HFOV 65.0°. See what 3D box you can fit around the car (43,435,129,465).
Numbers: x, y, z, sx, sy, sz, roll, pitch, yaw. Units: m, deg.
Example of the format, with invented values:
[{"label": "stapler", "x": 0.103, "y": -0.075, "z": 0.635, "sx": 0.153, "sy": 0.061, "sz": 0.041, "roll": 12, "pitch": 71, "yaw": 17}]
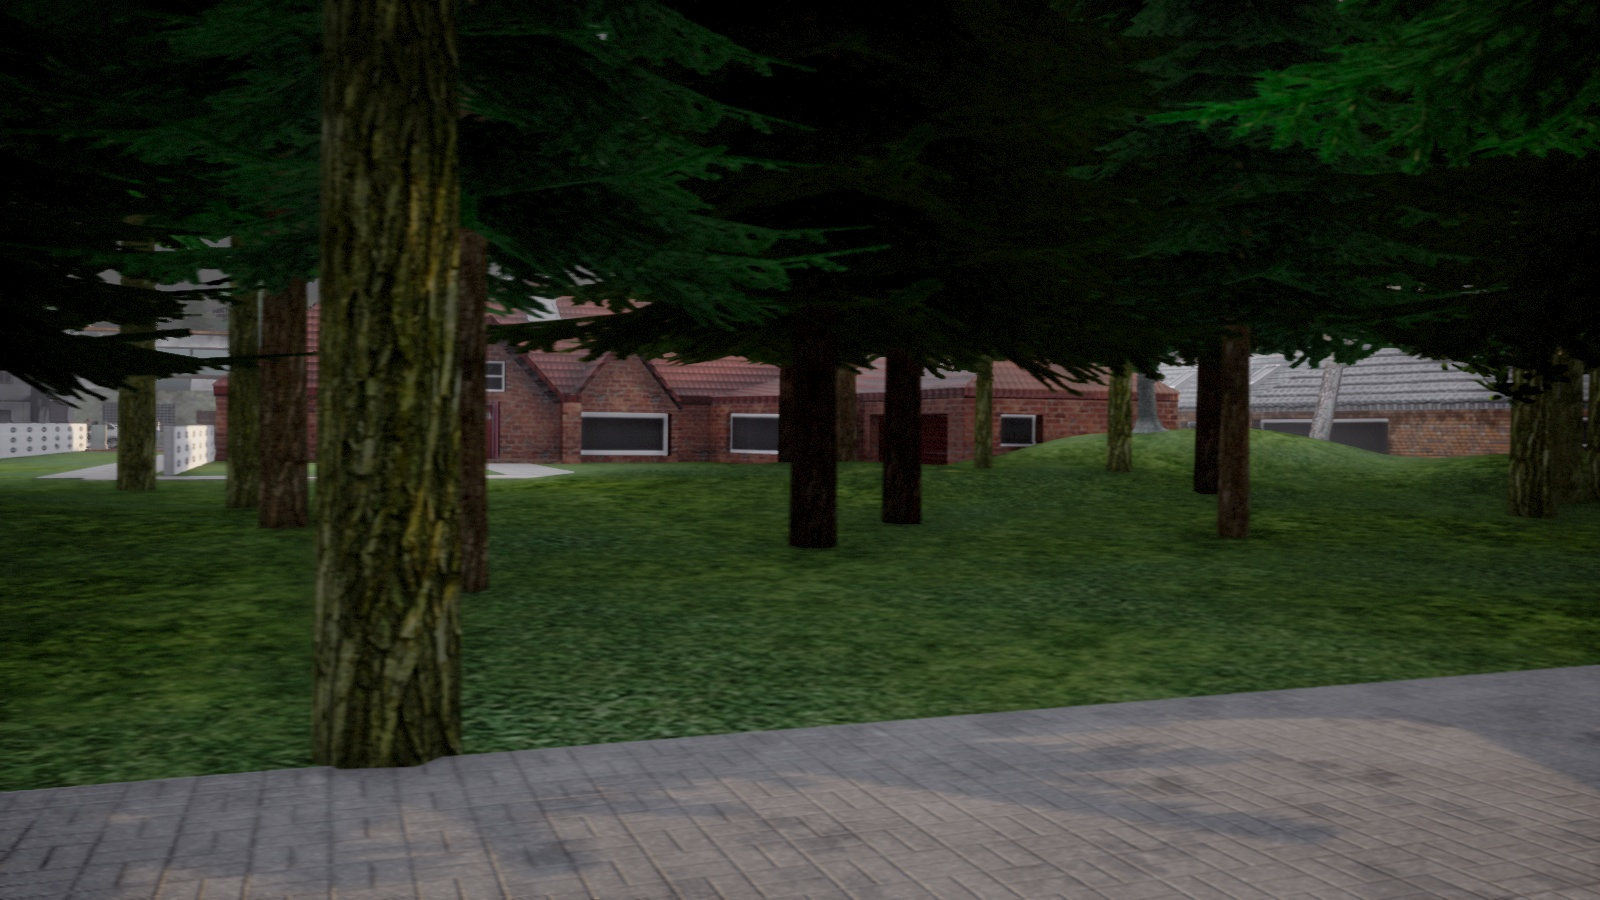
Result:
[{"label": "car", "x": -40.819, "y": -0.032, "z": 71.890, "sx": 3.988, "sy": 1.617, "sz": 1.851, "roll": -1, "pitch": 1, "yaw": -21}]
